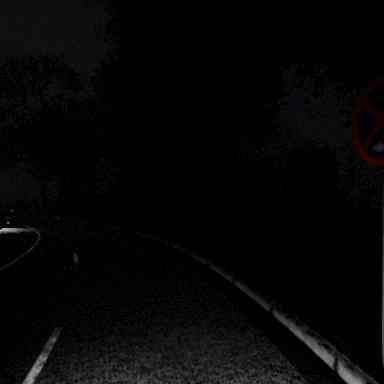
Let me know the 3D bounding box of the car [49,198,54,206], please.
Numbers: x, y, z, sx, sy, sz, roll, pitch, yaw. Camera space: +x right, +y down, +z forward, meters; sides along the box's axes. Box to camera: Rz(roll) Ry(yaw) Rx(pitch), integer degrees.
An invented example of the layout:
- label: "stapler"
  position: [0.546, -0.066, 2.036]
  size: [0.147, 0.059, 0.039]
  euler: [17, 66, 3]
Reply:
- label: "car"
  position: [-24.950, 2.054, 61.999]
  size: [1.812, 1.442, 4.674]
  euler: [0, 0, -1]

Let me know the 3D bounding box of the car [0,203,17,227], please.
- label: "car"
  position: [-13.537, 1.697, 22.658]
  size: [1.994, 1.385, 4.181]
  euler: [-1, 0, -35]

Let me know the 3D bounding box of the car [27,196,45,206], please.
- label: "car"
  position: [-32.698, 1.850, 67.273]
  size: [5.566, 2.045, 2.435]
  euler: [0, 0, -1]

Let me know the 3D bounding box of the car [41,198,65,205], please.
- label: "car"
  position: [-32.781, 2.185, 78.575]
  size: [4.674, 1.452, 2.002]
  euler: [0, 0, -1]

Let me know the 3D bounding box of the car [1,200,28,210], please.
- label: "car"
  position: [-28.111, 2.076, 52.836]
  size: [1.994, 1.385, 4.181]
  euler: [0, 0, -1]

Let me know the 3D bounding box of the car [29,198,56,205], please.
- label: "car"
  position: [-32.728, 2.125, 72.924]
  size: [5.008, 1.535, 2.097]
  euler: [0, 0, -1]

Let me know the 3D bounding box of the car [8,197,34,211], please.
- label: "car"
  position: [-24.668, 1.906, 46.981]
  size: [1.882, 1.535, 5.008]
  euler: [-1, 0, -6]
